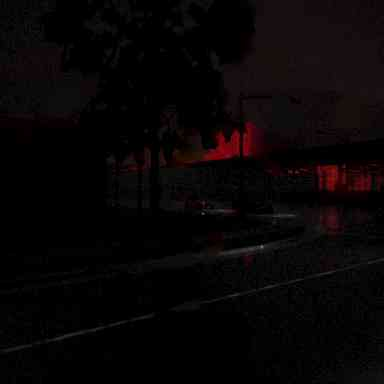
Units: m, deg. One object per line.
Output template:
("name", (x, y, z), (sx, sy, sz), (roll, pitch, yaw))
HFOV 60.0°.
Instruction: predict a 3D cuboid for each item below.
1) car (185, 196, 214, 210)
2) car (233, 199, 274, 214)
("car", (0.958, 1.352, 43.580), (2.097, 1.767, 4.553), (0, 0, -33))
("car", (6.426, 1.478, 35.385), (1.882, 1.535, 5.008), (0, 0, -34))
